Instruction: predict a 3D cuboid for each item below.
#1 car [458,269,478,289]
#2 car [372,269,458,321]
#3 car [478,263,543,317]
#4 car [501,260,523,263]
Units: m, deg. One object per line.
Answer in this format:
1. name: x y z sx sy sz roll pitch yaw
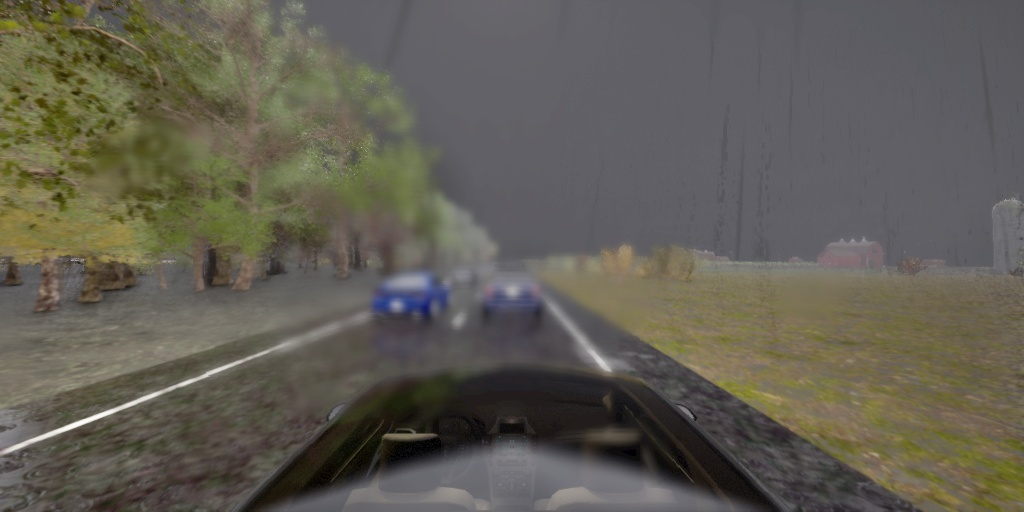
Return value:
1. car: -3.476 1.646 26.970 2.033 1.411 5.357 0 -1 0
2. car: -3.461 1.389 13.341 1.882 1.535 5.008 0 -1 1
3. car: 0.043 1.273 14.103 2.097 1.767 4.553 0 -1 1
4. car: 0.034 1.336 28.042 2.150 2.045 5.566 0 0 0
